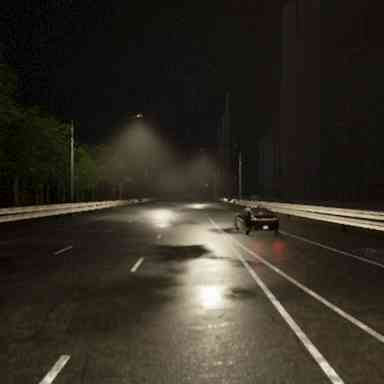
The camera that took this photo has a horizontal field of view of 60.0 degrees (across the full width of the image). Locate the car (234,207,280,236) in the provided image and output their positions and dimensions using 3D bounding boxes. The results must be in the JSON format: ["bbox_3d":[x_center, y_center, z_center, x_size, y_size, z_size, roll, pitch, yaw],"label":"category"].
[{"bbox_3d":[3.737,1.658,19.753,2.128,1.511,4.902,0,-1,-2],"label":"car"}]
